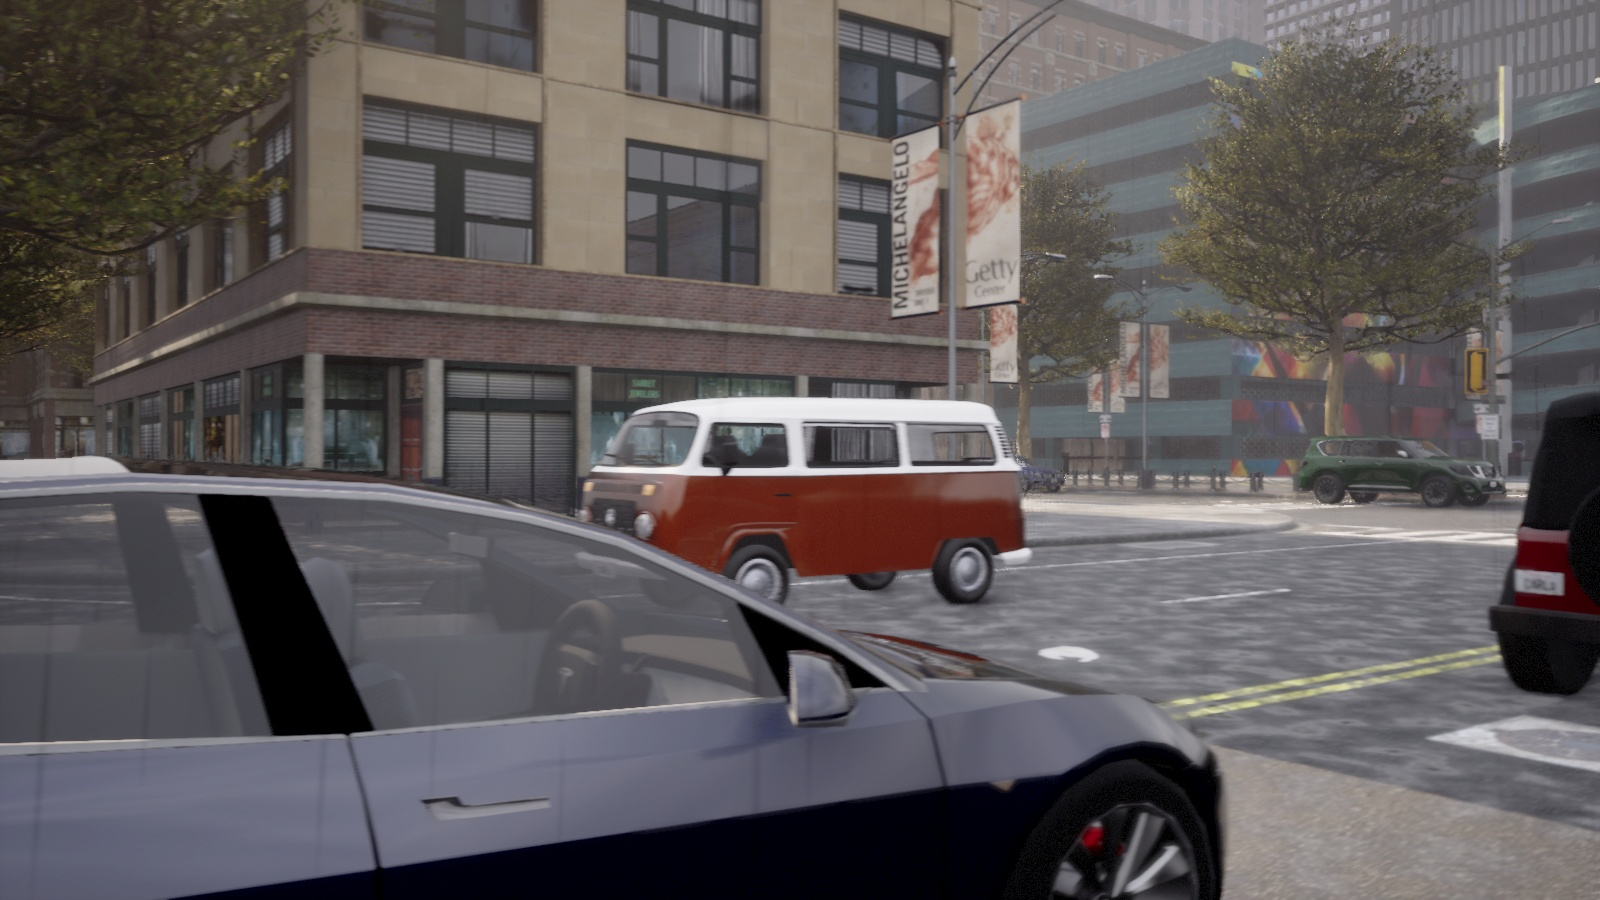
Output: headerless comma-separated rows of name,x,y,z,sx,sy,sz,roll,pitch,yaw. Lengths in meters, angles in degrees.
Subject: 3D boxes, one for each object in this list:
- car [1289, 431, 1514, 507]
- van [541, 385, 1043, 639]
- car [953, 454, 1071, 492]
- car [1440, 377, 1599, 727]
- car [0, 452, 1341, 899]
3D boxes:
car,17.362,0.514,36.565,2.150,2.045,5.566,0,0,-35
van,0.007,0.498,12.196,4.480,2.038,2.069,0,0,-34
car,8.301,0.872,49.508,1.812,1.442,4.674,0,0,-35
car,5.928,0.547,7.769,3.866,1.878,1.905,0,0,-35
car,-1.151,0.754,2.851,4.792,1.488,2.163,0,0,-35
